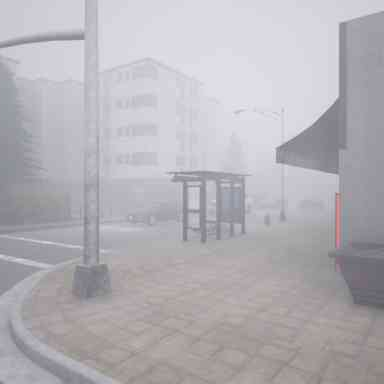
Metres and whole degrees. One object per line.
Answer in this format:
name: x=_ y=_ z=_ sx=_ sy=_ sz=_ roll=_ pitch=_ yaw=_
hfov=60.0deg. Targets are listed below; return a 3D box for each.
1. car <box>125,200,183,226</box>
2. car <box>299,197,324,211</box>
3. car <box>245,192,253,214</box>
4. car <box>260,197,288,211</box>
car: x=-2.296 y=1.328 z=22.154 sx=1.837 sy=1.490 sz=4.892 roll=0 pitch=0 yaw=36
car: x=13.761 y=1.329 z=38.183 sx=1.837 sy=1.490 sz=4.892 roll=0 pitch=0 yaw=36
car: x=3.589 y=1.045 z=30.337 sx=2.150 sy=2.045 sz=5.566 roll=0 pitch=0 yaw=36
car: x=9.530 y=1.301 z=38.553 sx=1.882 sy=1.535 sz=5.008 roll=0 pitch=0 yaw=36
